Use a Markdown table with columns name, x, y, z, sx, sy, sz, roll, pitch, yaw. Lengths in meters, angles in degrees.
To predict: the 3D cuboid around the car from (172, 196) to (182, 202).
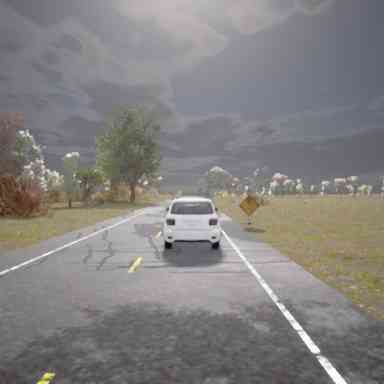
| name | x | y | z | sx | sy | sz | roll | pitch | yaw |
| --- | --- | --- | --- | --- | --- | --- | --- | --- | --- |
| car | -3.500 | 1.538 | 75.987 | 2.033 | 1.411 | 5.357 | 0 | 0 | 0 |

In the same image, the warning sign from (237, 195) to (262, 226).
| name | x | y | z | sx | sy | sz | roll | pitch | yaw |
| --- | --- | --- | --- | --- | --- | --- | --- | --- | --- |
| warning sign | 3.541 | 1.122 | 20.562 | 1.300 | 1.860 | 1.060 | -1 | -1 | 0 |

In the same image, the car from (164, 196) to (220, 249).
| name | x | y | z | sx | sy | sz | roll | pitch | yaw |
| --- | --- | --- | --- | --- | --- | --- | --- | --- | --- |
| car | 0.000 | 1.263 | 14.681 | 2.150 | 2.045 | 5.566 | 0 | 0 | 0 |

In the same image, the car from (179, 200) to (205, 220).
| name | x | y | z | sx | sy | sz | roll | pitch | yaw |
| --- | --- | --- | --- | --- | --- | --- | --- | --- | --- |
| car | 0.000 | 1.508 | 29.652 | 2.128 | 1.511 | 4.902 | 0 | 0 | 0 |
